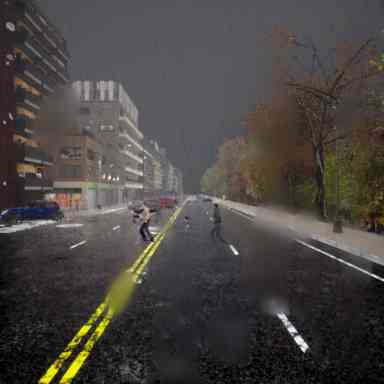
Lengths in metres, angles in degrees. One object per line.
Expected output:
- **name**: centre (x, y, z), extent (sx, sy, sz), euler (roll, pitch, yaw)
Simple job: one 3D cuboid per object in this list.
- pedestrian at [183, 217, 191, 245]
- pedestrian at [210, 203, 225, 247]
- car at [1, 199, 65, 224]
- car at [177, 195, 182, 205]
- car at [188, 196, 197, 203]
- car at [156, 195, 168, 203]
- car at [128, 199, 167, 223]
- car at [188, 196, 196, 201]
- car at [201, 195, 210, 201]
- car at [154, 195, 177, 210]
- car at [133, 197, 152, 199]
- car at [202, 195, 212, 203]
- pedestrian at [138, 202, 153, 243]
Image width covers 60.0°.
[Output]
- **pedestrian**: centre (-0.170, 1.574, 14.067), extent (0.375, 1.300, 0.375), euler (0, 0, 0)
- **pedestrian**: centre (1.032, 1.294, 13.467), extent (0.375, 1.860, 0.375), euler (0, 0, 0)
- **car**: centre (-12.529, 1.498, 26.392), extent (4.553, 1.767, 2.097), euler (-1, -1, -22)
- **car**: centre (-3.319, 1.612, 58.220), extent (1.895, 1.301, 4.718), euler (0, 0, 0)
- **car**: centre (0.014, 1.605, 70.241), extent (1.895, 1.301, 4.718), euler (0, 0, 0)
- **car**: centre (-6.486, 1.504, 72.797), extent (2.128, 1.511, 4.902), euler (0, 0, 0)
- **car**: centre (-3.353, 1.535, 25.634), extent (2.128, 1.511, 4.902), euler (0, 0, 0)
- **car**: centre (0.016, 1.529, 80.241), extent (1.895, 1.301, 4.718), euler (0, 0, 0)
- **car**: centre (3.266, 1.473, 80.211), extent (2.033, 1.411, 5.357), euler (0, 0, 0)
- **car**: centre (-3.340, 1.482, 42.559), extent (1.882, 1.535, 5.008), euler (0, 0, 0)
- **car**: centre (-6.591, 1.357, 41.548), extent (2.097, 1.767, 4.553), euler (0, 0, 0)
- **car**: centre (3.264, 1.605, 70.241), extent (1.895, 1.301, 4.718), euler (0, 0, 0)
- **pedestrian**: centre (-2.057, 1.300, 14.667), extent (0.375, 1.860, 0.375), euler (0, 0, 0)
